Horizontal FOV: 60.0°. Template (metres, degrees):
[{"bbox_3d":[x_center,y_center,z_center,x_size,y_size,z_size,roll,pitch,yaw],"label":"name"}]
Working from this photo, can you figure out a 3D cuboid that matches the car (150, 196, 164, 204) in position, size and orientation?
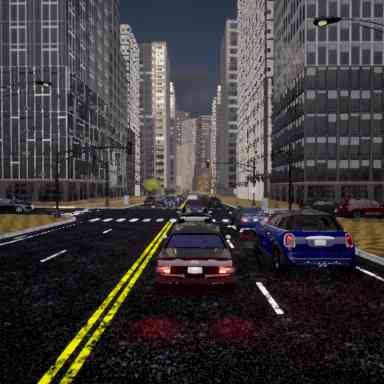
[{"bbox_3d":[-6.436,1.499,62.281,2.033,1.411,5.357,0,0,0],"label":"car"}]

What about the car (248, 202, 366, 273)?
[{"bbox_3d":[3.370,1.347,10.851,2.097,1.767,4.553,0,0,0],"label":"car"}]

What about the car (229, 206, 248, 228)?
[{"bbox_3d":[3.391,1.537,20.235,2.033,1.411,5.357,0,0,0],"label":"car"}]

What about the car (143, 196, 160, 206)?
[{"bbox_3d":[-6.489,1.468,52.401,1.837,1.490,4.892,0,0,0],"label":"car"}]

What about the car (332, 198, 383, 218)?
[{"bbox_3d":[16.262,1.518,30.907,5.009,1.841,2.192,1,0,1],"label":"car"}]

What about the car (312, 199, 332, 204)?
[{"bbox_3d":[14.154,1.595,36.733,4.892,1.490,1.837,0,1,1],"label":"car"}]

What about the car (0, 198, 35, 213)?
[{"bbox_3d":[-18.761,1.340,34.140,4.902,1.511,2.128,1,1,1],"label":"car"}]

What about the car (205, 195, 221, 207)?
[{"bbox_3d":[3.402,1.470,50.403,1.837,1.490,4.892,0,0,0],"label":"car"}]

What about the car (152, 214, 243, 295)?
[{"bbox_3d":[0.110,1.544,8.881,2.033,1.411,5.357,0,0,1],"label":"car"}]

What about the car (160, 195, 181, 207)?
[{"bbox_3d":[-3.221,1.317,50.561,2.097,1.767,4.553,0,0,-1],"label":"car"}]

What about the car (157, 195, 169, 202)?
[{"bbox_3d":[-6.355,1.478,72.951,2.033,1.411,5.357,0,0,0],"label":"car"}]

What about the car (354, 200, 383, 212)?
[{"bbox_3d":[21.888,1.642,39.183,4.829,1.417,1.752,1,0,1],"label":"car"}]

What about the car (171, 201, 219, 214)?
[{"bbox_3d":[0.137,1.482,18.626,2.128,1.511,4.902,0,0,0],"label":"car"}]

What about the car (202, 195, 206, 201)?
[{"bbox_3d":[3.421,1.396,85.472,1.882,1.535,5.008,0,0,0],"label":"car"}]

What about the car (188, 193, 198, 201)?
[{"bbox_3d":[0.161,1.153,80.216,2.150,2.045,5.566,0,0,0],"label":"car"}]

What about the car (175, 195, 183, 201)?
[{"bbox_3d":[-3.092,1.429,79.535,1.837,1.490,4.892,0,0,0],"label":"car"}]
